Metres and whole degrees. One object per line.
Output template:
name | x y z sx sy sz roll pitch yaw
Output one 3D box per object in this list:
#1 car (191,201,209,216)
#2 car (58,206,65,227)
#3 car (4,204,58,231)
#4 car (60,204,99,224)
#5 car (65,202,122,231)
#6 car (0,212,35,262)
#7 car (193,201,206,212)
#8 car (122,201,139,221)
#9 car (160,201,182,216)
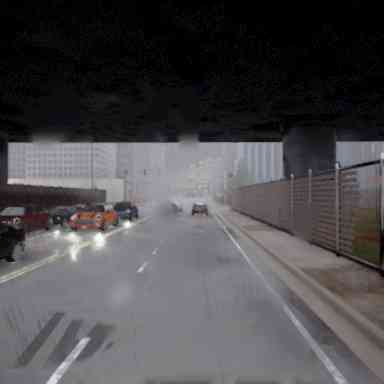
car | 0.925 1.937 38.874 2.128 1.511 4.902 0 -1 1
car | -9.969 1.817 25.335 1.895 1.301 4.718 0 3 1
car | -10.184 1.572 19.808 2.097 1.767 4.553 0 -1 1
car | -9.943 1.888 29.805 1.812 1.442 4.674 0 1 2
car | -6.561 1.607 22.693 2.097 1.767 4.553 0 -1 2
car | -6.909 1.586 9.865 1.882 1.535 5.008 0 -1 1
car | 1.103 2.077 48.135 1.812 1.442 4.674 0 -1 2
car | -6.396 1.707 31.375 2.097 1.767 4.553 0 -1 2
car | -2.595 1.991 38.926 2.033 1.411 5.357 0 -1 2
